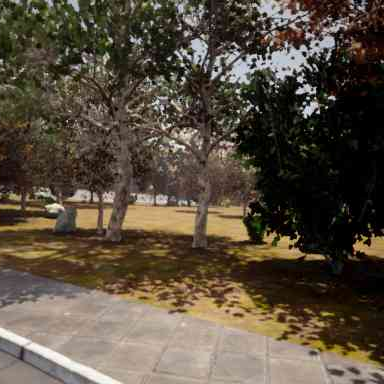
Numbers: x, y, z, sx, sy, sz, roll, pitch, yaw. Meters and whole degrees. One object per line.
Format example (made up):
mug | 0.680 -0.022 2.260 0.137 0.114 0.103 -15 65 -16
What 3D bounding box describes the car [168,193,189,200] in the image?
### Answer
car | -4.229 1.227 94.419 2.435 2.045 5.566 6 1 41
